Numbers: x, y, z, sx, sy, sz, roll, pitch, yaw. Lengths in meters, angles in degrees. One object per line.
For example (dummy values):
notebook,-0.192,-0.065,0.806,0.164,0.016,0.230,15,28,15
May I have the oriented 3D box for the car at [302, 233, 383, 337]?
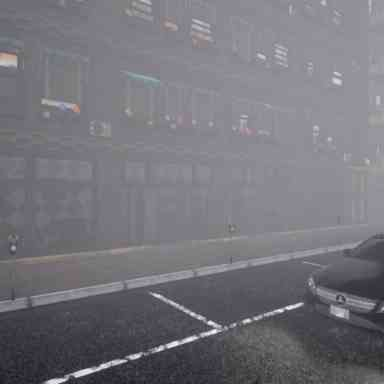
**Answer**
car,4.088,1.525,6.296,4.674,1.442,1.812,0,0,-35
